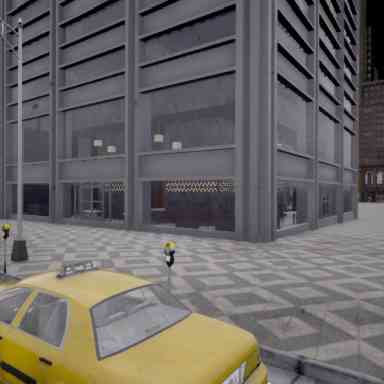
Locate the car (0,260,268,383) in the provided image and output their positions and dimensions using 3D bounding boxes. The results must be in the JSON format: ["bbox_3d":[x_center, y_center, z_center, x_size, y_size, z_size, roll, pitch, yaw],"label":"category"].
[{"bbox_3d":[-1.558,1.525,4.063,4.829,1.417,1.752,0,0,35],"label":"car"}]
